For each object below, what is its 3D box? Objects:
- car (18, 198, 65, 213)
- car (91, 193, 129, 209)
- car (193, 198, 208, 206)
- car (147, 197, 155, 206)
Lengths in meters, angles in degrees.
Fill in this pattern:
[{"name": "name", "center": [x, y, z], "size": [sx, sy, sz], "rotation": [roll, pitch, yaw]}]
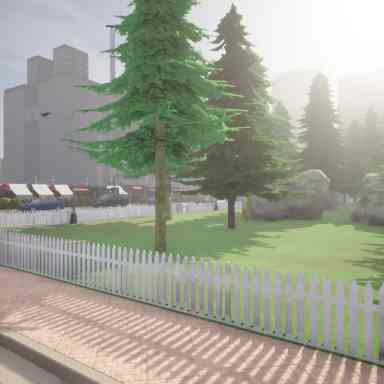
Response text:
[{"name": "car", "center": [-16.738, 1.478, 37.172], "size": [1.882, 1.535, 5.008], "rotation": [0, 0, 34]}, {"name": "car", "center": [-11.092, 1.221, 45.533], "size": [2.150, 2.045, 5.566], "rotation": [0, 0, 34]}, {"name": "car", "center": [2.158, 1.601, 52.302], "size": [1.895, 1.301, 4.718], "rotation": [0, 0, 34]}, {"name": "car", "center": [-5.305, 1.352, 54.038], "size": [2.097, 1.767, 4.553], "rotation": [0, 0, 34]}]
